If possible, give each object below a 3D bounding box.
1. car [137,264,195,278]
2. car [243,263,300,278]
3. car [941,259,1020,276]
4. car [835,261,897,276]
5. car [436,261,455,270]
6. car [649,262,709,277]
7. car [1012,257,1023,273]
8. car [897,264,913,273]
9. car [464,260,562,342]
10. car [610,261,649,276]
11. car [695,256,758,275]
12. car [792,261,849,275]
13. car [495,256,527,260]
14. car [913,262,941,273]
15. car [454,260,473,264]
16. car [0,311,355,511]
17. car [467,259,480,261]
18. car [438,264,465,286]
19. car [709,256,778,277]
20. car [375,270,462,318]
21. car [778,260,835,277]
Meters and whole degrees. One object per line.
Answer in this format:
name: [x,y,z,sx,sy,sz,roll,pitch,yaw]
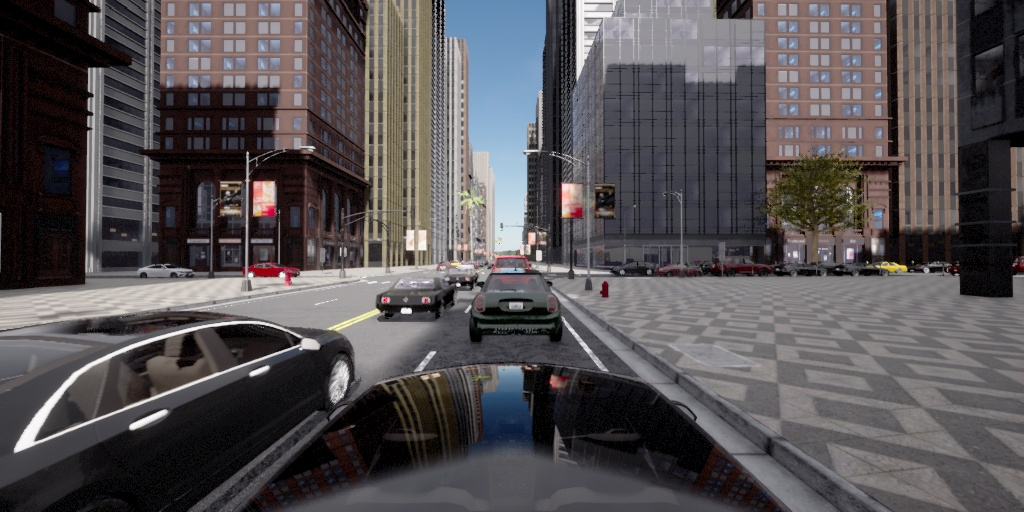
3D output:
car: [-33.547,1.502,34.785,4.674,1.442,1.812,0,-1,0]
car: [-23.274,1.407,34.798,5.008,1.535,1.882,0,-1,1]
car: [43.442,1.213,33.338,4.507,1.381,1.888,0,0,-1]
car: [32.167,1.259,33.140,4.313,1.339,1.948,0,0,-1]
car: [-9.942,1.503,53.044,1.812,1.442,4.674,0,0,-3]
car: [15.255,1.327,32.844,4.207,1.307,1.802,0,0,-1]
car: [49.081,0.972,33.436,5.009,1.841,2.192,0,0,-1]
car: [43.129,1.294,41.858,4.829,1.417,1.751,0,0,-1]
car: [0.081,1.108,9.910,2.097,1.767,4.553,0,0,0]
car: [13.031,1.325,38.581,4.892,1.490,1.837,0,-1,-1]
car: [23.071,1.009,38.766,5.566,2.045,2.150,0,-1,-2]
car: [33.428,1.284,38.932,4.674,1.442,1.812,0,-1,-1]
car: [-0.025,1.010,20.564,2.150,2.045,5.566,0,0,0]
car: [48.939,1.324,41.960,4.313,1.339,1.948,0,0,-1]
car: [-6.696,1.570,51.789,1.895,1.301,4.718,0,0,0]
car: [-3.153,1.256,3.198,1.837,1.490,4.892,0,0,0]
car: [-6.694,1.633,60.953,1.895,1.301,4.718,0,0,0]
car: [-3.194,1.398,23.215,1.895,1.301,4.718,0,0,0]
car: [20.893,1.040,32.943,5.009,1.841,2.192,0,0,-1]
car: [-3.171,1.364,12.984,1.895,1.301,4.718,0,0,0]
car: [26.530,1.275,33.041,4.313,1.339,1.948,0,0,-1]
